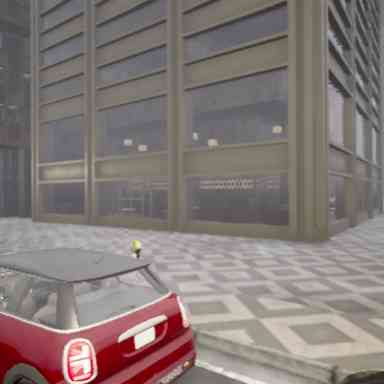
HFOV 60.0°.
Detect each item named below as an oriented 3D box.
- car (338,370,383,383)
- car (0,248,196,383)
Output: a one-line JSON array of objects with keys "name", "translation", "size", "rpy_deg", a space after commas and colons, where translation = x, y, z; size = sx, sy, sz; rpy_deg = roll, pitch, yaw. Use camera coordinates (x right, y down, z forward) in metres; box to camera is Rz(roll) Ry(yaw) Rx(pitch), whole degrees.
[{"name": "car", "translation": [2.515, 1.549, 1.166], "size": [4.313, 1.339, 1.947], "rpy_deg": [-1, 0, 35]}, {"name": "car", "translation": [-2.046, 1.488, 4.419], "size": [4.097, 1.590, 1.967], "rpy_deg": [-1, 0, 35]}]
